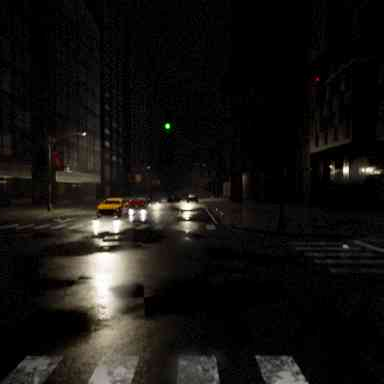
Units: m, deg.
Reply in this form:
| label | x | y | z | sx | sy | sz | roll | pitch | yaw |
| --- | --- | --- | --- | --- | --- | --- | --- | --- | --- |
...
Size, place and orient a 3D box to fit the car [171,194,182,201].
| label | x | y | z | sx | sy | sz | roll | pitch | yaw |
| --- | --- | --- | --- | --- | --- | --- | --- | --- | --- |
| car | -3.161 | 1.149 | 67.486 | 1.994 | 1.385 | 4.181 | 0 | 0 | 0 |

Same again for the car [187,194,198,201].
| label | x | y | z | sx | sy | sz | roll | pitch | yaw |
| --- | --- | --- | --- | --- | --- | --- | --- | --- | --- |
| car | 0.089 | 1.149 | 67.482 | 1.994 | 1.385 | 4.181 | 0 | 0 | 0 |

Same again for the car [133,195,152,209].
| label | x | y | z | sx | sy | sz | roll | pitch | yaw |
| --- | --- | --- | --- | --- | --- | --- | --- | --- | --- |
| car | -6.534 | 1.345 | 41.366 | 1.895 | 1.301 | 4.718 | 0 | 0 | 0 |

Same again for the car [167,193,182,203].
| label | x | y | z | sx | sy | sz | roll | pitch | yaw |
| --- | --- | --- | --- | --- | --- | --- | --- | --- | --- |
| car | -3.175 | 0.998 | 57.417 | 2.097 | 1.767 | 4.553 | 0 | 0 | 0 |

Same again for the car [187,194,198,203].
| label | x | y | z | sx | sy | sz | roll | pitch | yaw |
| --- | --- | --- | --- | --- | --- | --- | --- | --- | --- |
| car | 0.074 | 1.140 | 57.061 | 2.128 | 1.511 | 4.902 | 0 | 0 | 0 |

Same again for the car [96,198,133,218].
| label | x | y | z | sx | sy | sz | roll | pitch | yaw |
| --- | --- | --- | --- | --- | --- | --- | --- | --- | --- |
| car | -6.553 | 1.304 | 27.949 | 1.882 | 1.535 | 5.008 | 0 | 0 | 0 |

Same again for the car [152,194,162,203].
| label | x | y | z | sx | sy | sz | roll | pitch | yaw |
| --- | --- | --- | --- | --- | --- | --- | --- | --- | --- |
| car | -6.462 | 1.119 | 58.262 | 1.882 | 1.535 | 5.008 | 0 | 0 | 1 |
